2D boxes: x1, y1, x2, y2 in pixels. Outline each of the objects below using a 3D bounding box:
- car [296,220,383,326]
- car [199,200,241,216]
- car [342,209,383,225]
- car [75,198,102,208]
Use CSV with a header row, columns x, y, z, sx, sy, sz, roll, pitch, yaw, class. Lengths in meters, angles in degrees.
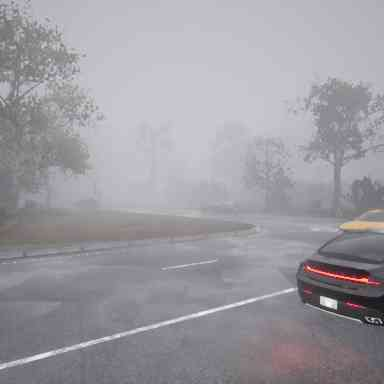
x,y,z,sx,sy,sz,roll,pitch,yaw,class
4.144,1.505,6.671,4.892,1.490,1.837,0,0,-35,car
2.743,1.533,32.827,1.812,1.442,4.674,0,0,-40,car
8.214,1.477,14.080,5.008,1.535,1.882,0,0,-35,car
-15.686,1.642,50.191,5.008,1.535,1.882,-1,-1,38,car
